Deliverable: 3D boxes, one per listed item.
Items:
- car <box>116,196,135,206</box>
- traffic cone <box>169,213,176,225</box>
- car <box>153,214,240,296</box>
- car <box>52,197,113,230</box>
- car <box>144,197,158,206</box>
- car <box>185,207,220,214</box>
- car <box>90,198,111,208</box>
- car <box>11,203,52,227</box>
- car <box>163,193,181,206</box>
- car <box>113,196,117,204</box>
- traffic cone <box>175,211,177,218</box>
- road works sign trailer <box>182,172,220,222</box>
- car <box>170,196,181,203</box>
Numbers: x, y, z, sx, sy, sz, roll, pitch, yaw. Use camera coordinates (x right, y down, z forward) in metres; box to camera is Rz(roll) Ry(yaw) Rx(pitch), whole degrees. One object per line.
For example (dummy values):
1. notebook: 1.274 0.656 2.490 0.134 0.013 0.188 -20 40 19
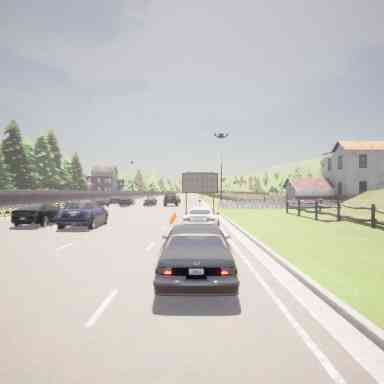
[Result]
1. car: -10.334 1.506 53.579 1.837 1.490 4.892 0 0 0
2. traffic cone: -1.459 1.955 23.139 0.340 0.580 0.340 0 0 0
3. car: 0.108 1.547 8.782 2.033 1.411 5.357 0 0 1
4. car: -6.873 1.352 21.426 2.097 1.767 4.553 0 0 0
5. car: -6.831 1.547 55.341 2.033 1.411 5.357 0 0 0
6. car: 0.534 1.538 18.437 1.812 1.442 4.674 0 -1 6
7. car: -13.844 1.564 50.343 1.994 1.385 4.181 0 0 1
8. car: -10.372 1.477 22.882 1.882 1.535 5.008 0 0 0
9. car: -3.334 1.221 53.319 2.150 2.045 5.566 0 0 0
10. car: -13.824 1.478 61.122 1.882 1.535 5.008 0 0 0
11. traffic cone: -1.456 1.955 25.139 0.340 0.580 0.340 0 0 0
12. road works sign trailer: 0.514 0.464 22.051 2.380 3.560 2.880 0 0 -4
13. car: -3.315 1.564 68.534 1.994 1.385 4.181 0 0 0
